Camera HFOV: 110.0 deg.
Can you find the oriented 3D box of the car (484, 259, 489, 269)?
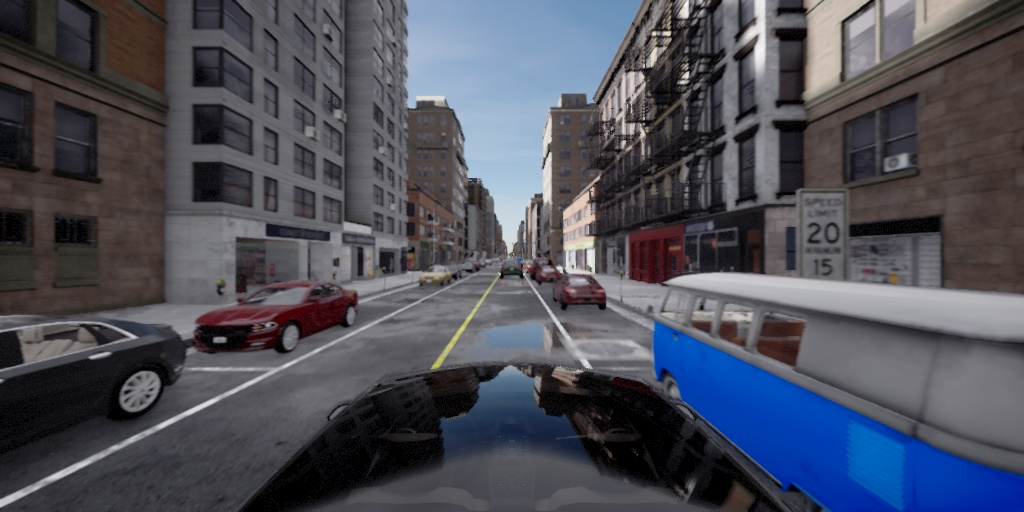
[{"bbox_3d":[-5.412,1.271,60.001,1.967,1.591,4.097,0,0,0],"label":"car"}]

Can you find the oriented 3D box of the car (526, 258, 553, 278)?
[{"bbox_3d":[2.625,1.114,31.601,2.192,1.841,5.009,0,0,0],"label":"car"}]

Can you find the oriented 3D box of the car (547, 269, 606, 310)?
[{"bbox_3d":[2.632,1.357,14.556,1.802,1.307,4.207,0,0,0],"label":"car"}]

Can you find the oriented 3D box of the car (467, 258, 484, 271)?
[{"bbox_3d":[-5.408,1.133,48.637,2.192,1.841,5.009,0,0,0],"label":"car"}]

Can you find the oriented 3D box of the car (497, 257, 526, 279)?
[{"bbox_3d":[-0.002,1.153,33.679,2.097,1.767,4.553,0,0,0],"label":"car"}]

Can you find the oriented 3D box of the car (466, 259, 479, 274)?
[{"bbox_3d":[-5.405,1.377,42.955,1.948,1.339,4.313,0,0,0],"label":"car"}]

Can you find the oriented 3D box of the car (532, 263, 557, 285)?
[{"bbox_3d":[2.627,1.375,25.919,1.802,1.307,4.207,0,0,0],"label":"car"}]

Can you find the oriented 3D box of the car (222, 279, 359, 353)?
[{"bbox_3d":[-5.391,1.308,8.863,1.888,1.381,4.507,0,0,0],"label":"car"}]

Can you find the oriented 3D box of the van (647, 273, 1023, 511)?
[{"bbox_3d":[2.636,1.094,3.194,1.690,1.789,3.998,0,0,0],"label":"van"}]

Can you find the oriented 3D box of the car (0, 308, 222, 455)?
[{"bbox_3d":[-5.389,1.303,3.182,2.007,1.370,4.403,0,0,0],"label":"car"}]

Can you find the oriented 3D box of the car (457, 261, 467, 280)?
[{"bbox_3d":[-5.400,1.364,31.592,1.948,1.339,4.313,0,0,0],"label":"car"}]

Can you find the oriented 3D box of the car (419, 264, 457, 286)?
[{"bbox_3d":[-5.398,1.317,25.740,1.751,1.417,4.829,0,0,0],"label":"car"}]
